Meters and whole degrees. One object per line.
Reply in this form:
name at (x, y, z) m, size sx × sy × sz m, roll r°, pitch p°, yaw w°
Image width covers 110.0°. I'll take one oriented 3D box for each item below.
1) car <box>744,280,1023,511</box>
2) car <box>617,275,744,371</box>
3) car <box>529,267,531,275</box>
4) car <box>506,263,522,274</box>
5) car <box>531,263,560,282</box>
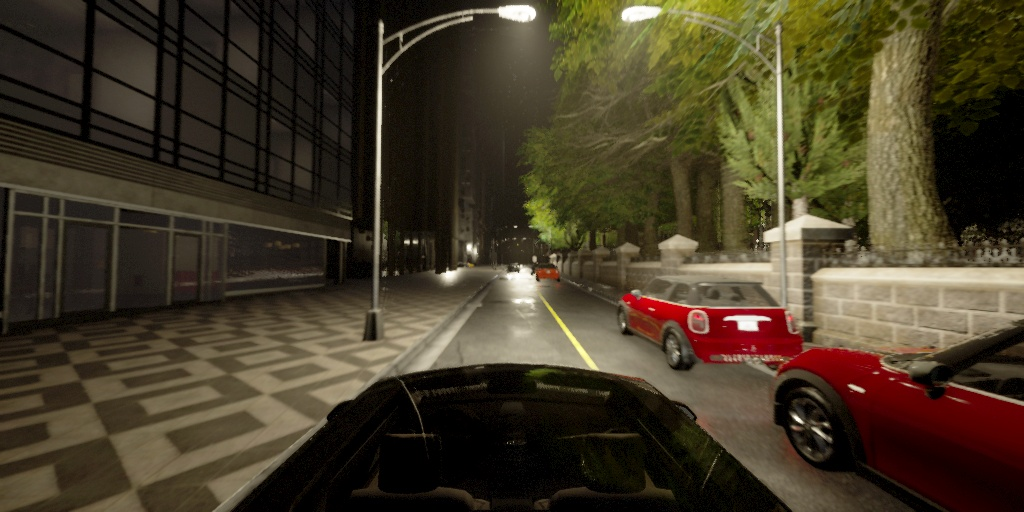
car at (3.886, 1.132, 2.067) m, size 2.097 × 1.767 × 4.553 m, roll 0°, pitch -1°, yaw 0°
car at (3.918, 1.190, 8.068) m, size 2.097 × 1.767 × 4.553 m, roll 0°, pitch -1°, yaw 0°
car at (3.225, 1.717, 44.630) m, size 1.837 × 1.490 × 4.892 m, roll 0°, pitch 0°, yaw 1°
car at (0.240, 1.737, 49.889) m, size 2.128 × 1.511 × 4.902 m, roll 0°, pitch -1°, yaw 0°
car at (3.218, 1.446, 33.691) m, size 2.097 × 1.767 × 4.553 m, roll 0°, pitch -1°, yaw 1°
